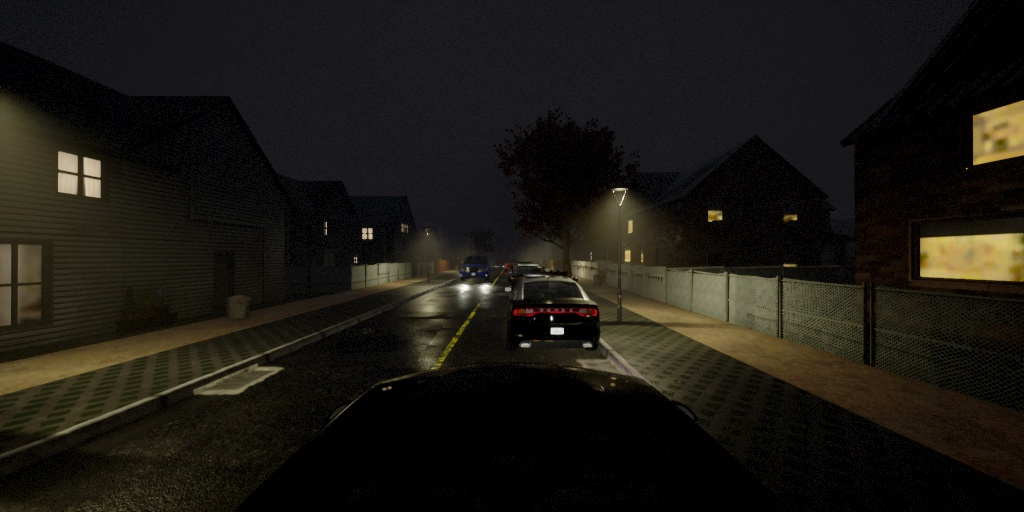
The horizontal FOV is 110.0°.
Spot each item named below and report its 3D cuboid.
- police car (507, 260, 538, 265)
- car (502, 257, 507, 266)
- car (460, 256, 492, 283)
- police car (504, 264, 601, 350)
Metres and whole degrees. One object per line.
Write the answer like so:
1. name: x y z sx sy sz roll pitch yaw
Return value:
1. police car: 0.853 1.184 19.178 1.930 1.638 5.238 0 0 0
2. car: 0.116 1.209 47.991 2.097 1.767 4.553 0 0 1
3. car: -2.806 0.986 28.890 2.150 2.045 5.566 0 0 0
4. police car: 0.837 1.178 9.177 1.930 1.638 5.238 0 0 0
